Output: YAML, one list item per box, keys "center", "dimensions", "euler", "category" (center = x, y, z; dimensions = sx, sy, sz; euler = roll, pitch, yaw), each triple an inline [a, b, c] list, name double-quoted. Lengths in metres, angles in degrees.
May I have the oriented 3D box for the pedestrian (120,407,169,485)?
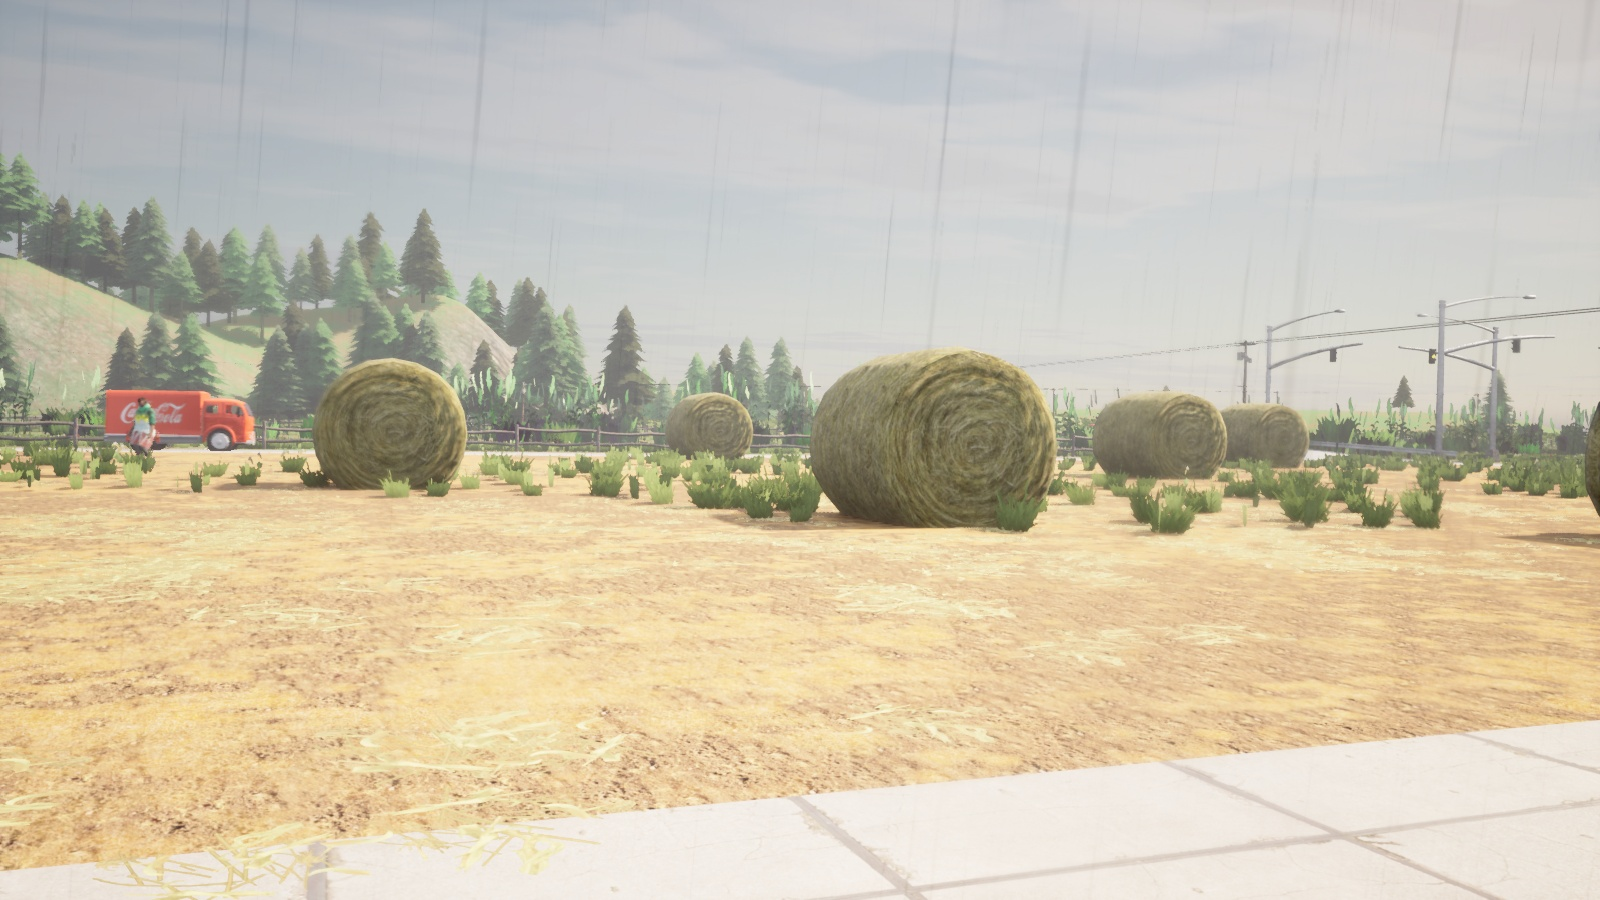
- center: [-16.578, -0.109, 31.769]
  dimensions: [0.659, 1.952, 0.873]
  euler: [0, 1, 24]
  category: "pedestrian"

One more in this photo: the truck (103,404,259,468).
- center: [-24.581, -0.582, 50.103]
  dimensions: [5.204, 2.467, 2.627]
  euler: [-1, 1, -17]
  category: "truck"
